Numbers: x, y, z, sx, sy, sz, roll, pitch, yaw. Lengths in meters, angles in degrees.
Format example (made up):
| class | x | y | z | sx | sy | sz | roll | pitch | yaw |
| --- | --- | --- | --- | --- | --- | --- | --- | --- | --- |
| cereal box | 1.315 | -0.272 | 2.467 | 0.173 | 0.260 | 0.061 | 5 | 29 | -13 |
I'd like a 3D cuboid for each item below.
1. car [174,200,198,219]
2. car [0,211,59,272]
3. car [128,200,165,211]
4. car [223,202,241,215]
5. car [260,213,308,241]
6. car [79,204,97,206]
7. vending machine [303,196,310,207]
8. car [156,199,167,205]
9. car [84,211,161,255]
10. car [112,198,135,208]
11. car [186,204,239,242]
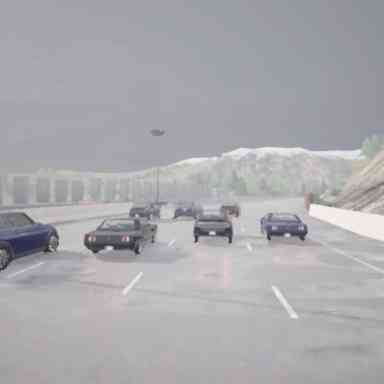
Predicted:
| class | x | y | z | sx | sy | sz | roll | pitch | yaw |
| --- | --- | --- | --- | --- | --- | --- | --- | --- | --- |
| car | -0.241 | 1.580 | 31.254 | 2.097 | 1.767 | 4.553 | 0 | 0 | 11 |
| car | -6.386 | 1.417 | 11.257 | 2.097 | 1.767 | 4.553 | 0 | 0 | 4 |
| car | -4.103 | 1.710 | 29.621 | 1.837 | 1.490 | 4.892 | 0 | 0 | 10 |
| car | 4.105 | 1.746 | 35.061 | 1.882 | 1.535 | 5.008 | 0 | 0 | 12 |
| car | 4.727 | 1.745 | 17.781 | 1.895 | 1.301 | 4.718 | 0 | 0 | 7 |
| car | -16.420 | 1.827 | 54.173 | 1.882 | 1.535 | 5.008 | 0 | 0 | 17 |
| vending machine | 20.563 | 1.689 | 59.723 | 1.100 | 2.100 | 0.880 | 0 | 0 | 22 |
| car | -6.363 | 2.037 | 62.180 | 1.895 | 1.301 | 4.718 | 0 | 0 | 20 |
| car | -2.701 | 1.695 | 13.858 | 1.895 | 1.301 | 4.718 | 0 | 0 | 5 |
| car | -11.747 | 1.890 | 57.471 | 1.837 | 1.490 | 4.892 | 0 | 0 | 18 |
| car | 1.152 | 1.620 | 17.126 | 2.128 | 1.511 | 4.902 | 0 | 0 | 6 |
